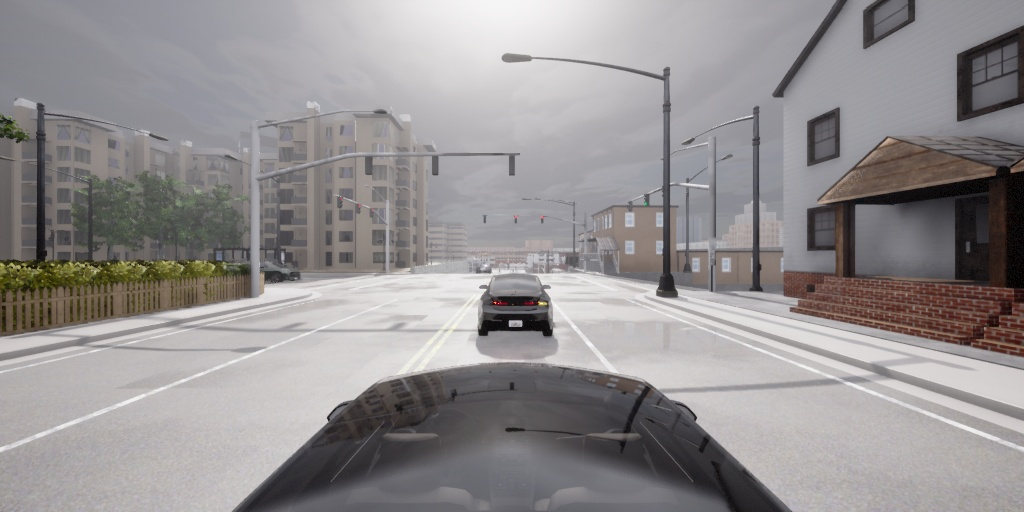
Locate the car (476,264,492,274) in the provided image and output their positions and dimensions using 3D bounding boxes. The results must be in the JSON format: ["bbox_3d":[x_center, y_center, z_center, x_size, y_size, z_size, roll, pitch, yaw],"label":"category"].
[{"bbox_3d":[-3.624,1.755,47.184,2.128,1.511,4.902,0,-5,0],"label":"car"}]

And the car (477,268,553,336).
[{"bbox_3d":[0.090,1.255,10.371,1.837,1.490,4.892,0,0,0],"label":"car"}]

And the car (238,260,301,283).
[{"bbox_3d":[-18.532,1.101,27.045,4.553,1.767,2.097,0,0,1],"label":"car"}]
